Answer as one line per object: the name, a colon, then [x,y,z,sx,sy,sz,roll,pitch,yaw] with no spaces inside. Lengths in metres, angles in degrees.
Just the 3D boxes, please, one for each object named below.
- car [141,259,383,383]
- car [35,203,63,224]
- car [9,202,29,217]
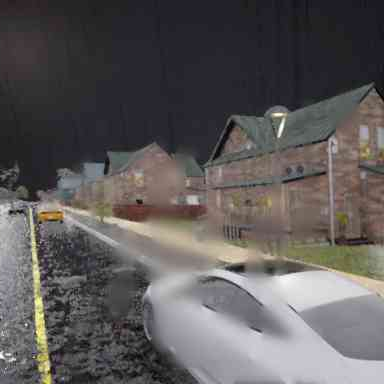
car: [0.826,1.562,4.022,1.812,1.442,4.674,0,-1,-26]
car: [-12.444,1.912,29.138,1.882,1.535,5.008,0,-1,-26]
car: [-21.184,2.255,40.578,1.895,1.301,4.718,0,-1,-26]
